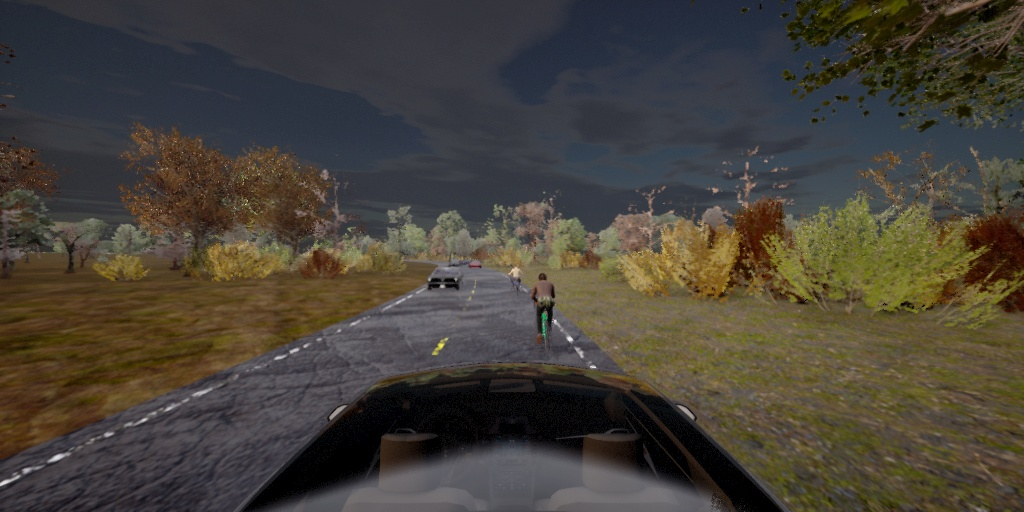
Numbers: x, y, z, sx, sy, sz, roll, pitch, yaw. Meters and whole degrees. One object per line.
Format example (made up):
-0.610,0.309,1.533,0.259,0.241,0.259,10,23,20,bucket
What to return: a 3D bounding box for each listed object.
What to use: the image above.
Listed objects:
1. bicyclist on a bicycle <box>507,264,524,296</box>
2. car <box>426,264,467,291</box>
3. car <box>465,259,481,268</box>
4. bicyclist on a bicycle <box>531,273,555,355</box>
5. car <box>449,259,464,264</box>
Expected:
0.203,1.188,18.230,0.866,1.612,1.509,0,0,-3,bicyclist on a bicycle
-3.942,1.355,21.740,1.895,1.301,4.718,0,0,-4,car
-6.327,1.322,60.567,1.994,1.385,4.181,0,0,-12,car
0.695,1.203,7.797,0.582,1.620,1.656,0,0,-1,bicyclist on a bicycle
-10.044,1.261,62.952,1.837,1.490,4.892,0,0,-12,car
